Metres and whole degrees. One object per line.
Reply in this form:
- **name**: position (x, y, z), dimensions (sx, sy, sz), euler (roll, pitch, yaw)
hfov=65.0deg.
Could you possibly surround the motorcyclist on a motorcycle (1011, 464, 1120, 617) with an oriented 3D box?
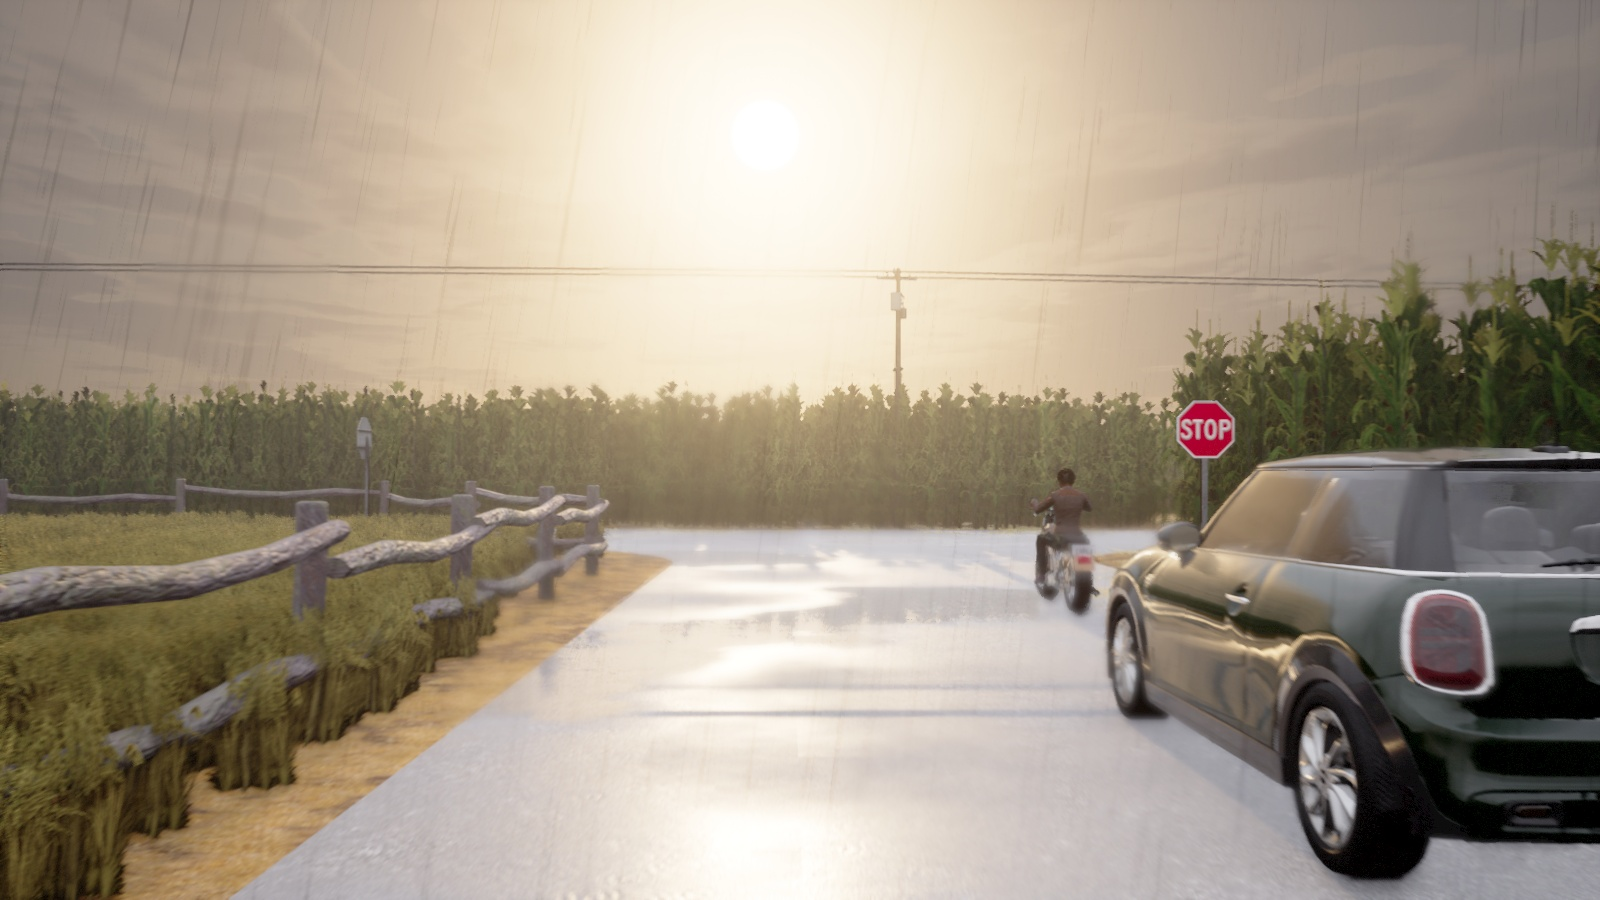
- **motorcyclist on a motorcycle**: position (3.063, 1.000, 14.722), dimensions (0.766, 1.649, 2.350), euler (0, -1, 0)

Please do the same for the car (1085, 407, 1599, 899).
- **car**: position (3.083, 0.772, 6.632), dimensions (2.097, 1.767, 4.553), euler (0, -1, 0)
